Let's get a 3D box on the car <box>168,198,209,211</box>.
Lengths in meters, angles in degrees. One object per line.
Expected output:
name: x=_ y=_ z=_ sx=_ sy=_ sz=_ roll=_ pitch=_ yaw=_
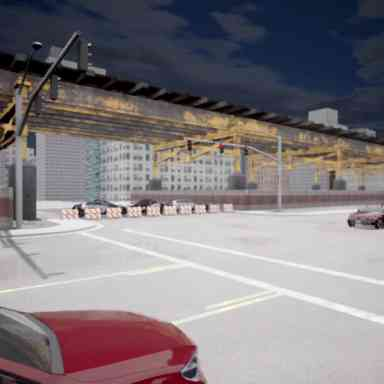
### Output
car: x=-0.705 y=1.276 z=36.937 sx=4.536 sy=1.218 sz=1.853 roll=0 pitch=0 yaw=-7

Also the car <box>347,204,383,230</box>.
car: x=11.730 y=1.507 z=21.050 sx=4.674 sy=1.442 sz=1.812 roll=0 pitch=0 yaw=-36

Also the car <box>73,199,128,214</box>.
car: x=-8.338 y=1.285 z=30.479 sx=4.536 sy=1.218 sz=1.853 roll=0 pitch=0 yaw=8

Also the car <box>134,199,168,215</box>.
car: x=-4.551 y=1.438 z=33.171 sx=2.038 sy=1.542 sz=4.974 roll=0 pitch=0 yaw=18

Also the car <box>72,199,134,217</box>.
car: x=-8.287 y=1.443 z=30.472 sx=4.974 sy=1.542 sz=2.038 roll=0 pitch=0 yaw=8

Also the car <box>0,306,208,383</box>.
car: x=-2.028 y=1.526 z=2.320 sx=4.674 sy=1.442 sz=1.812 roll=0 pitch=0 yaw=-35

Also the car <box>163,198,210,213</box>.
car: x=-0.654 y=1.434 z=36.944 sx=4.974 sy=1.542 sz=2.038 roll=0 pitch=0 yaw=-7

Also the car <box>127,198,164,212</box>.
car: x=-4.535 y=1.281 z=33.220 sx=1.853 sy=1.218 sz=4.536 roll=0 pitch=0 yaw=18
